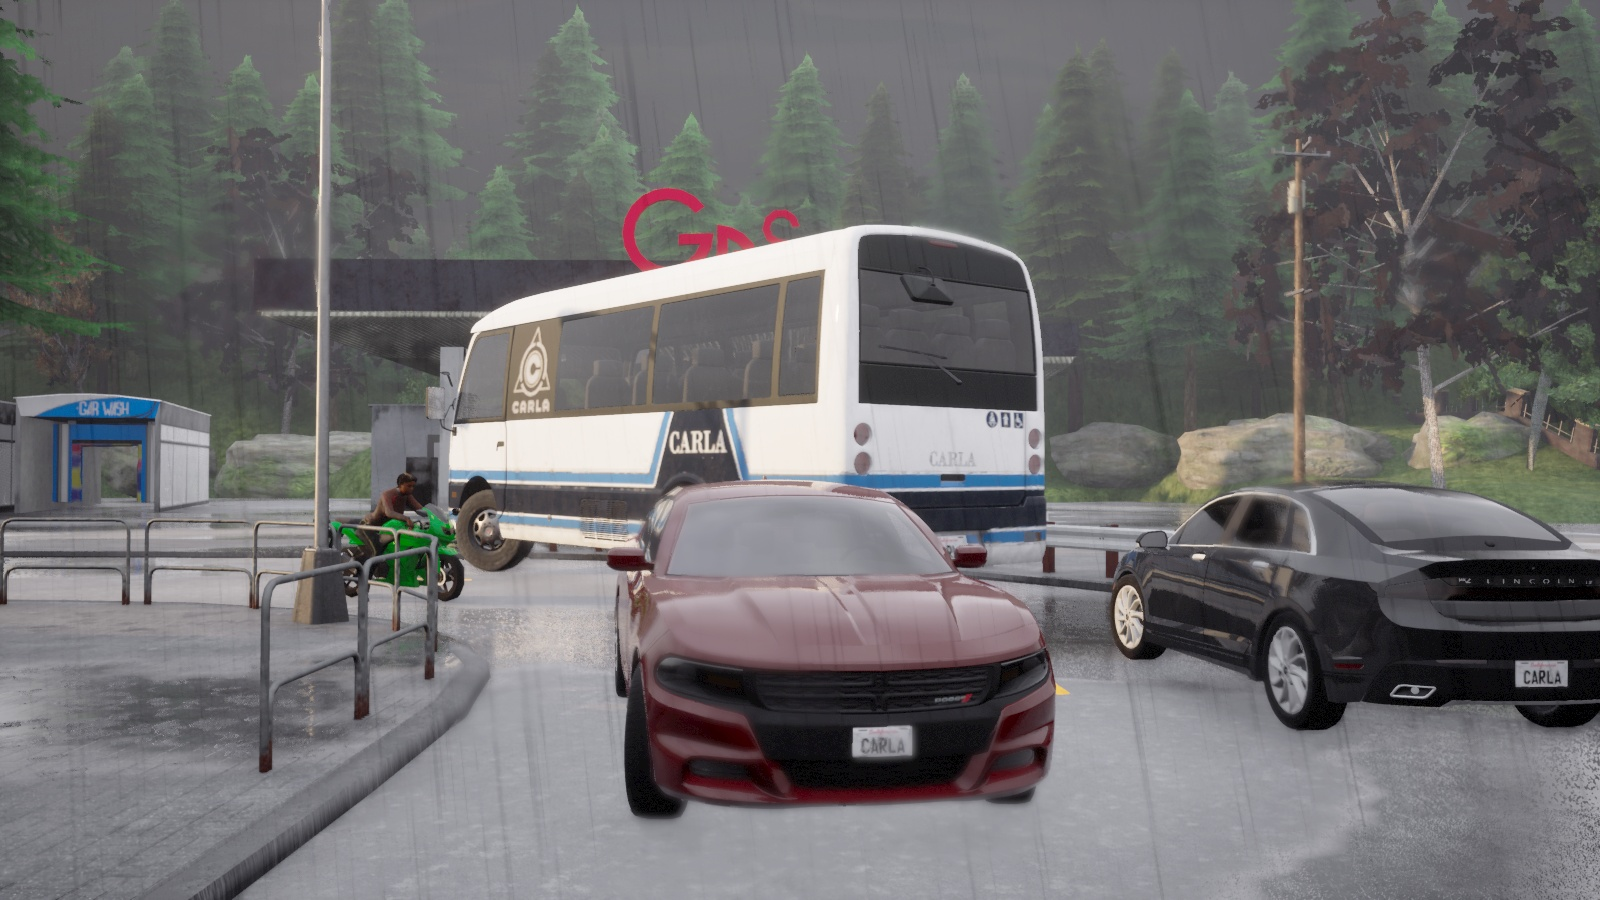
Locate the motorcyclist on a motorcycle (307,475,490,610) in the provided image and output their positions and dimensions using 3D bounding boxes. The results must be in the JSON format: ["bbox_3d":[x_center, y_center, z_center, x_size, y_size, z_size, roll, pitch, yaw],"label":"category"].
[{"bbox_3d":[-4.789,1.068,14.980,2.044,1.523,0.797,-1,-1,23],"label":"motorcyclist on a motorcycle"}]

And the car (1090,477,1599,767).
[{"bbox_3d":[3.770,0.958,9.116,1.837,1.490,4.892,0,-1,-5],"label":"car"}]

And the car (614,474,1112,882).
[{"bbox_3d":[-0.090,0.917,7.412,1.882,1.535,5.008,0,-1,-10],"label":"car"}]

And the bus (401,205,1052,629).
[{"bbox_3d":[-1.755,-0.259,17.824,3.944,4.253,10.273,0,-1,-39],"label":"bus"}]
